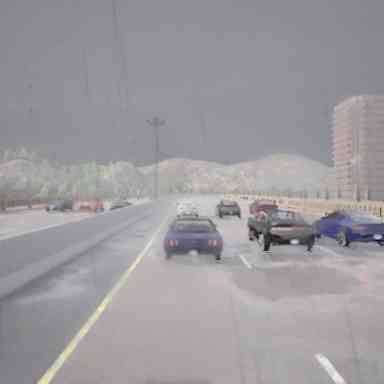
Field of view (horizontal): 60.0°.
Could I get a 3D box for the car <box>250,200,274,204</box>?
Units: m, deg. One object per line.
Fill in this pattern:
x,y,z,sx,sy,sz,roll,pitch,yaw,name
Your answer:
6.567,1.472,30.969,1.882,1.535,5.008,0,0,-2,car

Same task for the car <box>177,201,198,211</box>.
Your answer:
-0.426,1.520,30.260,1.812,1.442,4.674,0,0,-2,car

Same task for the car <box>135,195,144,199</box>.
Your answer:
-12.404,1.251,78.360,1.812,1.442,4.674,0,0,-2,car

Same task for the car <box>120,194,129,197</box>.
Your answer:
-15.903,1.205,78.259,1.882,1.535,5.008,0,0,-2,car

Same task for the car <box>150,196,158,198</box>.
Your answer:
-8.906,1.280,78.462,1.994,1.385,4.181,0,0,-2,car

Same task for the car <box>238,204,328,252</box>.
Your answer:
3.493,1.489,13.834,2.128,1.511,4.902,0,0,-1,car

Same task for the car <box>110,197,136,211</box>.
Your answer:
-7.803,1.557,37.174,1.994,1.385,4.181,0,0,-2,car

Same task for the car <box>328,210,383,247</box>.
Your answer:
6.975,1.523,14.857,1.812,1.442,4.674,0,0,-1,car

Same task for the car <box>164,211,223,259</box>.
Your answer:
0.018,1.598,12.525,1.895,1.301,4.718,0,0,-1,car

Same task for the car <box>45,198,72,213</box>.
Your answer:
-14.812,1.484,37.405,2.128,1.511,4.902,0,0,-2,car

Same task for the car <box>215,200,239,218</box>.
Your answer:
3.110,1.486,29.355,2.128,1.511,4.902,0,0,-2,car

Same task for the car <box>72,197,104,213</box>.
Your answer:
-11.303,1.345,37.136,2.097,1.767,4.553,0,0,-2,car
